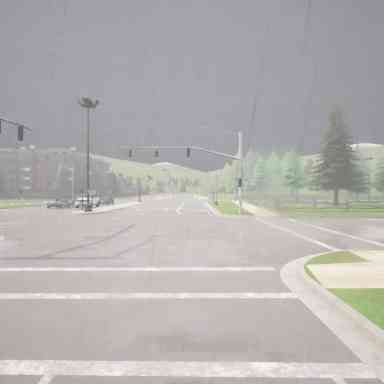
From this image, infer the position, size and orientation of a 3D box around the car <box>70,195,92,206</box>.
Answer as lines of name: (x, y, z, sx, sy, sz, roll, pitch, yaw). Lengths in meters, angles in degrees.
car: (-18.511, 1.352, 55.509, 2.097, 1.767, 4.553, 0, 0, 0)

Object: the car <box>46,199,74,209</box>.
car: (-18.547, 1.601, 46.397, 1.895, 1.301, 4.718, 0, 0, 0)

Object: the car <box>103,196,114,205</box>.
car: (-14.991, 1.492, 58.141, 2.128, 1.511, 4.902, 0, 0, 1)

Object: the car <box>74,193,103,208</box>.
car: (-15.043, 1.221, 48.129, 2.150, 2.045, 5.566, 0, 0, 0)
